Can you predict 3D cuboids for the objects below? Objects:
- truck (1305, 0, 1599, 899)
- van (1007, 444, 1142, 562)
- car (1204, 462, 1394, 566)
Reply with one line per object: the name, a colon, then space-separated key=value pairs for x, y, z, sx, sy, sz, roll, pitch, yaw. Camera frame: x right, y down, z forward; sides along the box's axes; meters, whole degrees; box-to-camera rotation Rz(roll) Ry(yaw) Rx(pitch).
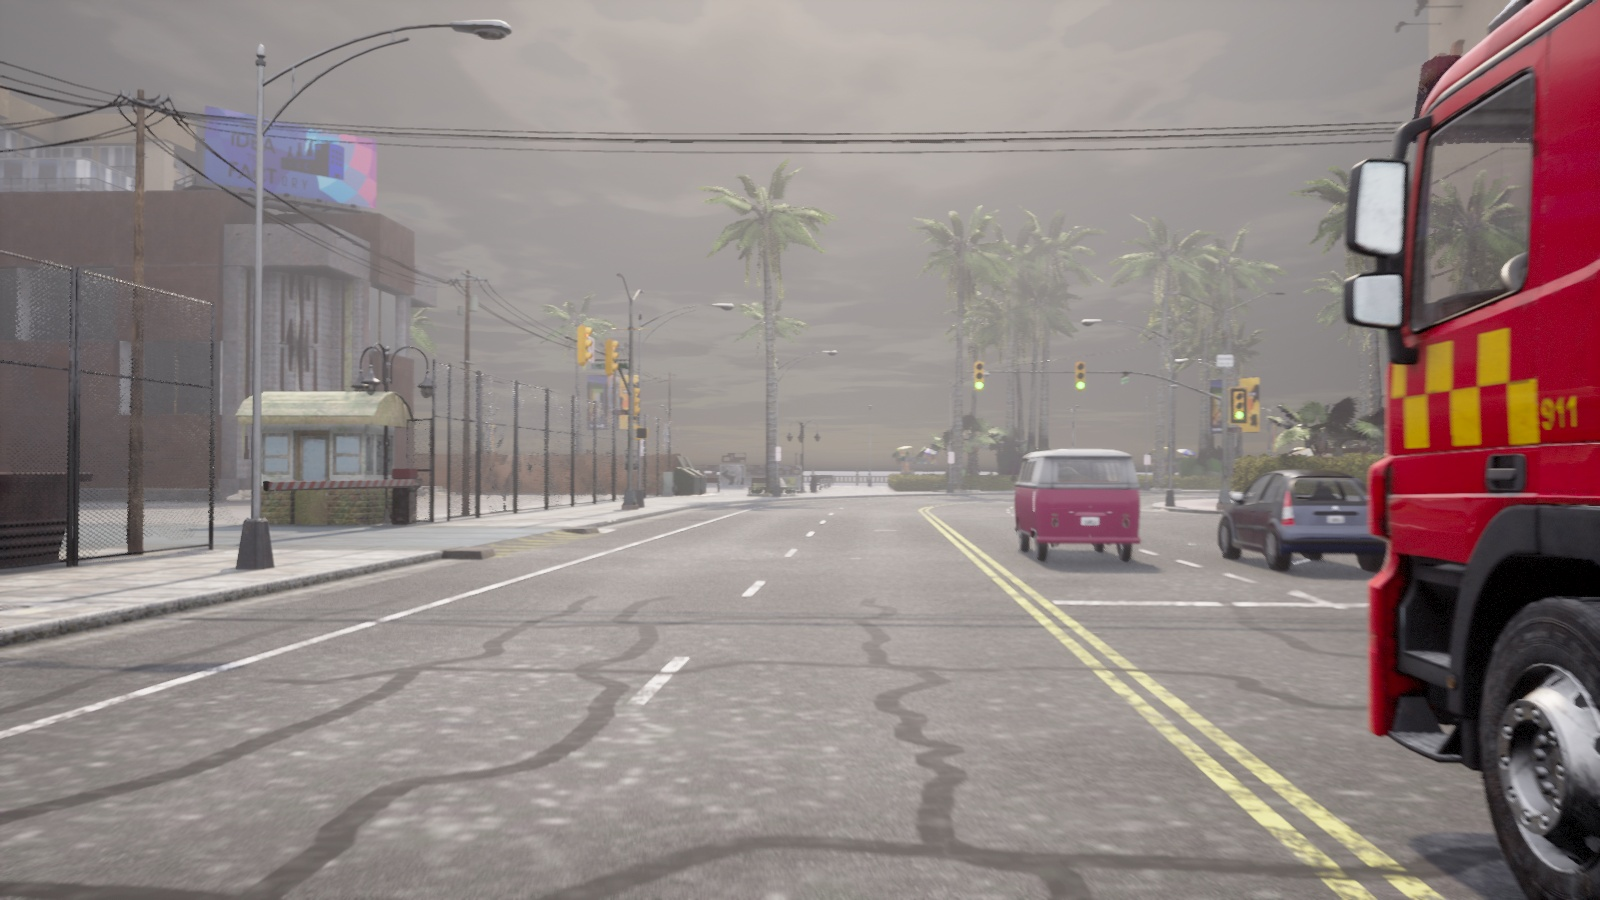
truck: x=3.770 y=-0.333 z=2.036 sx=2.891 sy=3.827 sz=8.468 roll=0 pitch=-1 yaw=3
van: x=5.027 y=0.940 z=23.560 sx=1.775 sy=1.987 sz=4.442 roll=0 pitch=-1 yaw=3
car: x=8.418 y=1.037 z=21.578 sx=1.851 sy=1.617 sz=3.988 roll=0 pitch=-1 yaw=3
